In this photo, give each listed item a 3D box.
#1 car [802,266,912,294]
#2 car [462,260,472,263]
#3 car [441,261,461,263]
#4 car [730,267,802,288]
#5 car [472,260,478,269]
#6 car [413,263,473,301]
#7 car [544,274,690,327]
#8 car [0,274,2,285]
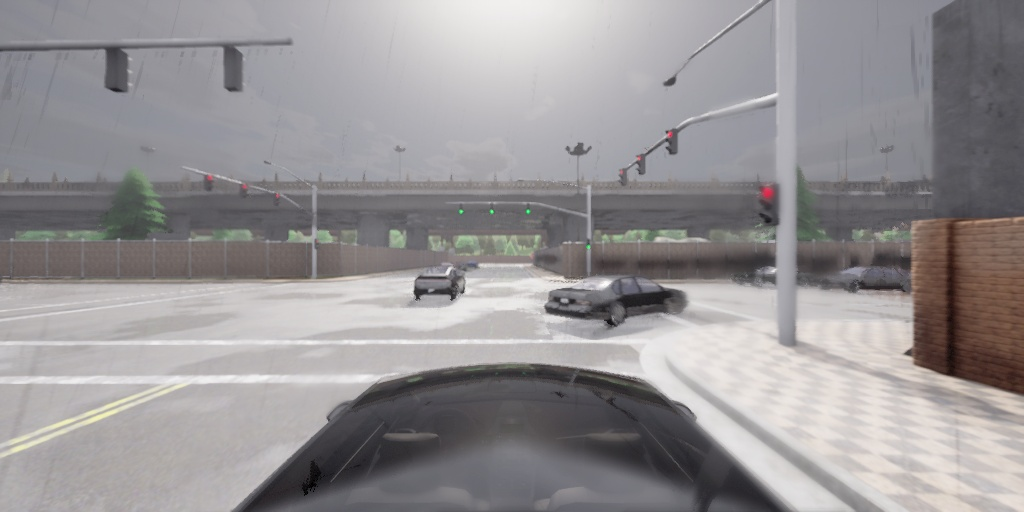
[{"bbox_3d":[19.661,1.288,19.815,5.357,1.411,2.033,0,0,0],"label":"car"},{"bbox_3d":[-7.074,1.437,48.719,1.994,1.385,4.181,0,0,0],"label":"car"},{"bbox_3d":[-7.084,1.327,38.976,1.882,1.535,5.008,0,0,0],"label":"car"},{"bbox_3d":[16.944,1.351,23.321,4.718,1.301,1.895,0,0,0],"label":"car"},{"bbox_3d":[-7.028,1.391,63.105,1.882,1.535,5.008,0,1,1],"label":"car"},{"bbox_3d":[-3.400,1.255,17.515,2.128,1.511,4.902,0,0,0],"label":"car"},{"bbox_3d":[3.526,1.287,11.530,5.357,1.411,2.033,0,-1,-36],"label":"car"},{"bbox_3d":[-31.652,1.250,19.931,4.892,1.490,1.837,0,0,0],"label":"car"}]
